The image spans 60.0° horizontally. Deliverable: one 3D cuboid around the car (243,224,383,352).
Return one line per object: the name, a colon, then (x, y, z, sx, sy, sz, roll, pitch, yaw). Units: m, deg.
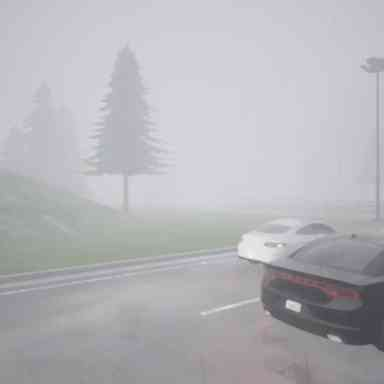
car: (3.472, 1.497, 6.228, 5.008, 1.535, 1.882, 0, 0, -36)

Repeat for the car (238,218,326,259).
car: (3.509, 1.552, 10.558, 4.674, 1.442, 1.812, 0, 0, -36)
